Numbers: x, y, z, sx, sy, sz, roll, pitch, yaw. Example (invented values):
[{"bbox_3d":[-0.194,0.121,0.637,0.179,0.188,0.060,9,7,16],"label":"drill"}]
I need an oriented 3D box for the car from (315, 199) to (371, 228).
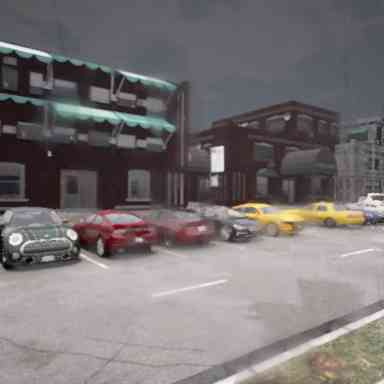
[{"bbox_3d":[8.132,1.374,21.346,1.946,1.575,5.366,0,0,-35],"label":"car"}]

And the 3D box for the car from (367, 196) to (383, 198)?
[{"bbox_3d":[14.818,1.381,26.096,1.946,1.575,5.366,0,0,-35],"label":"car"}]

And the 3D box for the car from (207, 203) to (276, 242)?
[{"bbox_3d":[1.338,1.421,16.301,2.231,1.521,4.892,0,0,-35],"label":"car"}]

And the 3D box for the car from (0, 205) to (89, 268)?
[{"bbox_3d":[-5.474,1.342,11.493,2.185,1.767,4.553,0,0,-35],"label":"car"}]

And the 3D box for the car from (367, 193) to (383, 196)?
[{"bbox_3d":[17.209,1.148,27.532,2.435,2.045,5.566,0,0,-35],"label":"car"}]

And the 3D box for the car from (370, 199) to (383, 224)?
[{"bbox_3d":[10.496,1.411,22.802,2.002,1.452,4.674,0,0,-35],"label":"car"}]

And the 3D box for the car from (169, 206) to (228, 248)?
[{"bbox_3d":[-0.941,1.466,14.710,2.163,1.488,4.792,0,0,-35],"label":"car"}]

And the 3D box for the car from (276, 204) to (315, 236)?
[{"bbox_3d":[3.706,1.403,17.982,2.097,1.535,5.008,0,0,-35],"label":"car"}]

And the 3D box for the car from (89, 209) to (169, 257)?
[{"bbox_3d":[-3.187,1.452,13.072,2.097,1.535,5.008,0,0,-35],"label":"car"}]
